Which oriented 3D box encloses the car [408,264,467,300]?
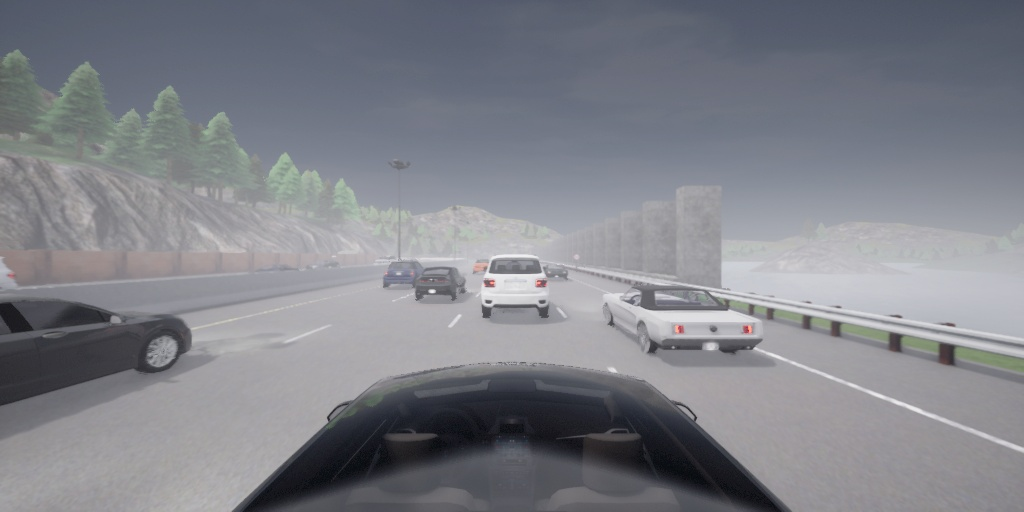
[{"bbox_3d":[-3.397,1.256,17.678,1.837,1.490,4.892,0,0,0],"label":"car"}]

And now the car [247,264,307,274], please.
[{"bbox_3d":[-17.576,1.315,26.587,1.994,1.385,4.181,0,0,0],"label":"car"}]

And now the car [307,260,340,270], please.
[{"bbox_3d":[-24.264,1.243,46.671,2.128,1.511,4.902,0,0,2],"label":"car"}]

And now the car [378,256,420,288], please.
[{"bbox_3d":[-6.897,1.103,23.962,2.097,1.767,4.553,0,0,0],"label":"car"}]

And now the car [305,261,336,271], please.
[{"bbox_3d":[-27.617,1.353,51.832,1.895,1.301,4.718,0,0,2],"label":"car"}]

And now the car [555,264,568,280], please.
[{"bbox_3d":[3.633,1.352,31.150,1.895,1.301,4.718,0,0,1],"label":"car"}]

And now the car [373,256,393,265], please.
[{"bbox_3d":[-20.441,0.974,58.150,2.150,2.045,5.566,0,0,2],"label":"car"}]

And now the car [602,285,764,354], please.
[{"bbox_3d":[3.607,1.351,8.712,1.895,1.301,4.718,0,0,0],"label":"car"}]

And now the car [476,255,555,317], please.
[{"bbox_3d":[0.103,0.972,13.275,2.150,2.045,5.566,0,0,0],"label":"car"}]

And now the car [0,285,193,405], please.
[{"bbox_3d":[-6.900,1.255,4.683,1.837,1.490,4.892,0,0,0],"label":"car"}]

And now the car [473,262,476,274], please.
[{"bbox_3d":[-3.196,1.104,41.171,2.097,1.767,4.553,0,0,1],"label":"car"}]

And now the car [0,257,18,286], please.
[{"bbox_3d":[-21.101,0.973,12.105,2.150,2.045,5.566,0,0,0],"label":"car"}]
